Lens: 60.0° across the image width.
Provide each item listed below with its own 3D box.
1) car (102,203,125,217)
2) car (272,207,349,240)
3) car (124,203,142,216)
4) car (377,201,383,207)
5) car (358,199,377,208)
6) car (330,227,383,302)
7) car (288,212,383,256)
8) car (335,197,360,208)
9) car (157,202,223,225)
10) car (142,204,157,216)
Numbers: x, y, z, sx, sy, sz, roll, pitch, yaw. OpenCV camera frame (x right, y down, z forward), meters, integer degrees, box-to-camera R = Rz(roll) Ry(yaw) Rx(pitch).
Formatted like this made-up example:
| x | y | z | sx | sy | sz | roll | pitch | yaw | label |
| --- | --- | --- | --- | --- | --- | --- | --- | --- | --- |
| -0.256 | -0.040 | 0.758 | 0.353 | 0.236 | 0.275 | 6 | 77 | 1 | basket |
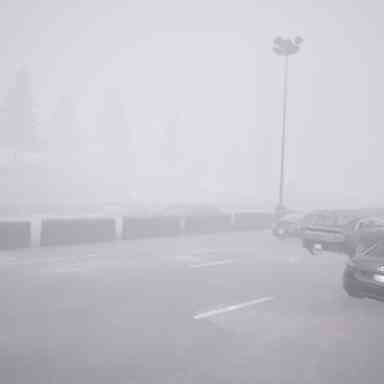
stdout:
| x | y | z | sx | sy | sz | roll | pitch | yaw | label |
| --- | --- | --- | --- | --- | --- | --- | --- | --- | --- |
| -6.643 | 1.761 | 33.649 | 4.718 | 1.301 | 1.895 | 1 | 0 | -35 | car |
| 5.963 | 1.680 | 16.602 | 4.674 | 1.442 | 1.812 | 1 | 0 | -36 | car |
| -3.593 | 1.772 | 31.527 | 4.718 | 1.301 | 1.895 | 1 | 0 | -35 | car |
| 32.155 | 1.819 | 52.649 | 5.566 | 2.045 | 2.150 | 1 | 0 | -35 | car |
| 30.171 | 2.163 | 55.536 | 4.181 | 1.385 | 1.994 | 1 | 0 | -35 | car |
| 5.287 | 1.654 | 7.519 | 4.181 | 1.385 | 1.994 | 1 | 0 | -36 | car |
| 6.150 | 1.620 | 12.434 | 4.902 | 1.511 | 2.128 | 1 | 0 | -36 | car |
| 27.126 | 1.809 | 57.653 | 5.566 | 2.045 | 2.150 | 1 | 0 | -35 | car |
| 0.176 | 1.656 | 25.615 | 4.902 | 1.511 | 2.128 | 1 | 0 | -35 | car |
| -1.512 | 1.675 | 28.710 | 4.892 | 1.490 | 1.837 | 1 | 0 | -35 | car |
